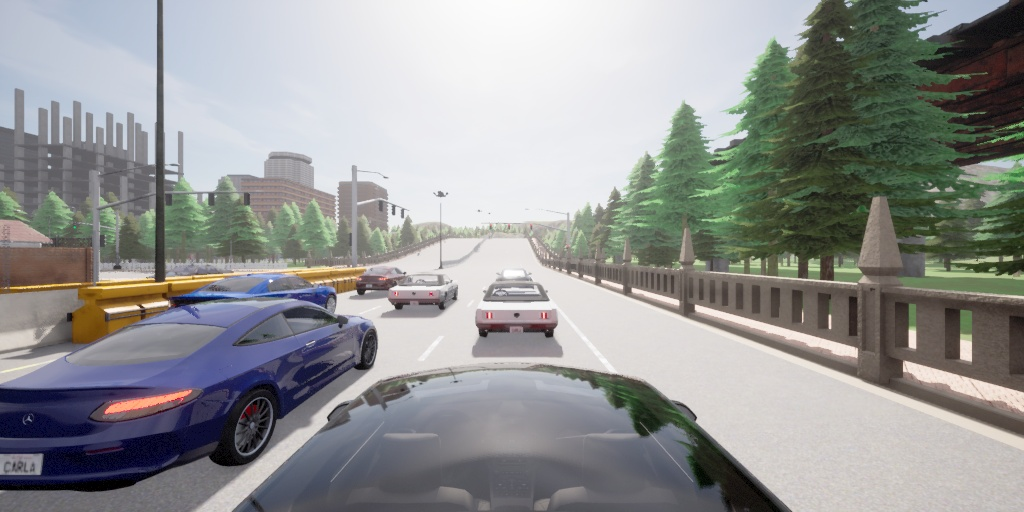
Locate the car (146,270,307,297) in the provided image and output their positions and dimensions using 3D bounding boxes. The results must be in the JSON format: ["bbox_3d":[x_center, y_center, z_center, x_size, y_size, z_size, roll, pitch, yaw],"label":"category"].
[{"bbox_3d":[-6.896,1.228,10.242,1.882,1.535,5.008,0,0,0],"label":"car"}]

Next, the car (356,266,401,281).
[{"bbox_3d":[-6.891,1.276,19.583,1.812,1.442,4.674,0,0,0],"label":"car"}]

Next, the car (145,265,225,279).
[{"bbox_3d":[-21.001,1.297,23.726,2.033,1.411,5.357,0,0,-3],"label":"car"}]

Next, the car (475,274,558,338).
[{"bbox_3d":[0.105,1.351,10.189,1.895,1.301,4.718,0,0,0],"label":"car"}]

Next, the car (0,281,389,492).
[{"bbox_3d":[-3.397,1.276,4.784,1.812,1.442,4.674,0,0,0],"label":"car"}]

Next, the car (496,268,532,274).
[{"bbox_3d":[0.109,1.314,18.941,1.994,1.385,4.181,0,0,0],"label":"car"}]

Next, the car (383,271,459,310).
[{"bbox_3d":[-3.394,1.351,14.702,1.895,1.301,4.718,0,0,0],"label":"car"}]
